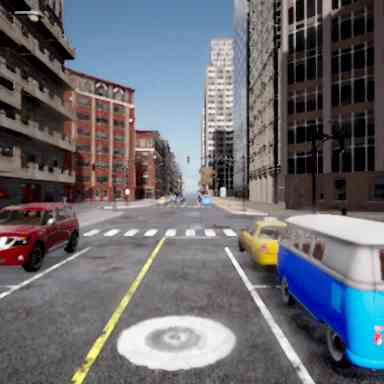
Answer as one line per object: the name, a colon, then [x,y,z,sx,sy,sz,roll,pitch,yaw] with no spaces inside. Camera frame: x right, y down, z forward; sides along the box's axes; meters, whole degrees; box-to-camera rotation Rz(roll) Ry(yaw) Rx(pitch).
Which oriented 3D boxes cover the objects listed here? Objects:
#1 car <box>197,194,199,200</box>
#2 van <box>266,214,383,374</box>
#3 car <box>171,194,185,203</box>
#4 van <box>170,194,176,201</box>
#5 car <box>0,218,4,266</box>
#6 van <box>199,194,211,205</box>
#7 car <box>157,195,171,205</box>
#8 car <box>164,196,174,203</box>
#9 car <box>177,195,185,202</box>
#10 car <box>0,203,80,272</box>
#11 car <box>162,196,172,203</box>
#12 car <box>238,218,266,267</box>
car: [2.567,1.713,82.229,1.887,1.381,4.507,0,0,0]
van: [2.572,1.344,5.489,1.690,1.788,3.998,0,0,0]
car: [-2.750,1.652,70.563,2.128,1.511,4.902,0,0,0]
van: [-5.312,1.552,93.334,1.690,1.788,3.998,0,0,0]
car: [-5.309,1.443,5.483,1.967,1.590,4.097,0,0,0]
van: [2.569,1.436,60.021,1.690,1.788,3.998,0,0,0]
car: [-5.312,1.619,59.850,1.752,1.417,4.829,0,0,0]
car: [-5.313,1.714,76.678,1.947,1.339,4.313,0,0,0]
car: [-2.750,1.660,85.959,1.882,1.535,5.008,0,0,0]
car: [-5.309,1.322,11.019,2.192,1.841,5.009,0,0,0]
car: [-5.312,1.569,71.126,1.967,1.590,4.097,0,0,0]
car: [2.570,1.533,11.196,1.752,1.417,4.829,0,0,0]
